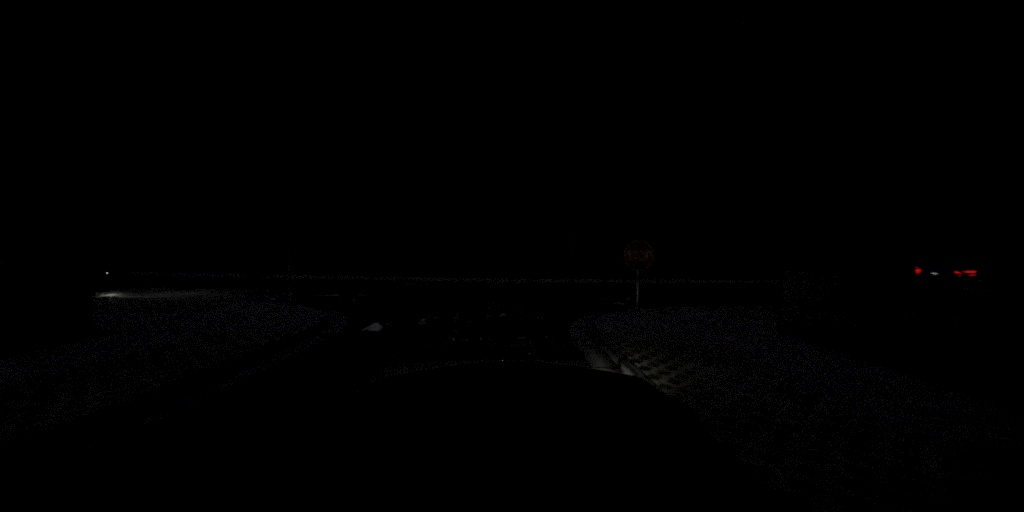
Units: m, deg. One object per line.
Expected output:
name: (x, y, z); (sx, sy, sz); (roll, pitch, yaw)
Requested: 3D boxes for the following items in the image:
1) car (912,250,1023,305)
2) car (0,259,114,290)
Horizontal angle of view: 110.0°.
car: (19.698, 0.793, 14.453); (5.566, 2.045, 2.150); (0, 3, 0)
car: (-19.179, 0.787, 14.363); (4.718, 1.301, 1.895); (1, 3, 0)
